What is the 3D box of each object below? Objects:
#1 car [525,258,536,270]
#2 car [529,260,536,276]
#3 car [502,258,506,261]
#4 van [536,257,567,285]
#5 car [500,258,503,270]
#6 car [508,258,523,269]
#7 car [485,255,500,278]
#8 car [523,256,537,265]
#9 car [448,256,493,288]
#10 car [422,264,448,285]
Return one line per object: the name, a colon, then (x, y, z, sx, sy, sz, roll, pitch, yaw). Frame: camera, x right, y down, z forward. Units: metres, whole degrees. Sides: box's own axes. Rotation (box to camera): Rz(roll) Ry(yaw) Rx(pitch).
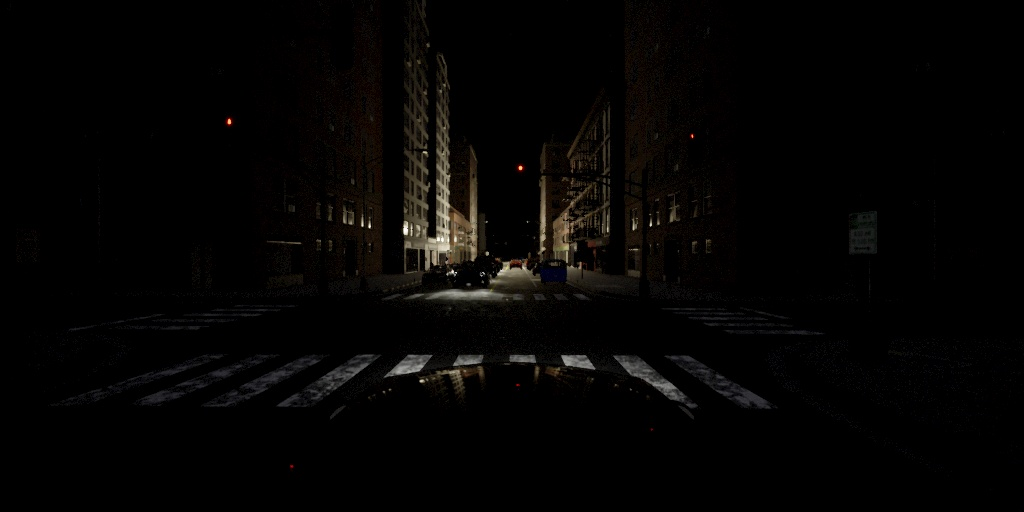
car: (3.086, 1.325, 48.135, 1.802, 1.307, 4.207, 0, 0, 1)
car: (2.975, 1.329, 36.772, 1.802, 1.307, 4.207, 0, 0, 1)
car: (-2.304, 1.340, 53.775, 1.895, 1.301, 4.718, 0, 0, 1)
van: (2.864, 1.089, 25.411, 1.690, 1.789, 3.998, 0, 0, 1)
car: (-2.438, 1.309, 43.368, 1.994, 1.385, 4.181, 0, 0, 0)
car: (0.621, 1.338, 55.558, 1.895, 1.301, 4.718, 0, 0, 1)
car: (-2.533, 0.969, 33.827, 2.150, 2.045, 5.566, 0, 0, 1)
car: (3.142, 1.053, 53.816, 2.192, 1.841, 5.009, 0, 0, 1)
car: (-2.579, 1.100, 23.391, 2.097, 1.767, 4.553, 0, 0, -1)
car: (-5.161, 1.299, 25.480, 2.007, 1.370, 4.403, 0, 0, 1)
